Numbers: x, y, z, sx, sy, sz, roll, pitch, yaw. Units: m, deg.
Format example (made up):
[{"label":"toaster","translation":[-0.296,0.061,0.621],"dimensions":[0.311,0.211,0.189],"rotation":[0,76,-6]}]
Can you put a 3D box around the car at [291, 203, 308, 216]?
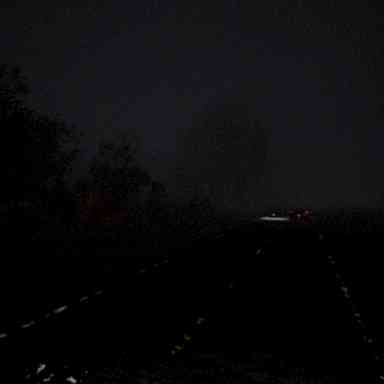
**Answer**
[{"label":"car","translation":[14.595,2.322,45.029],"dimensions":[2.128,1.511,4.902],"rotation":[1,-1,18]}]

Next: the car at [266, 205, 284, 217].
[{"label":"car","translation":[10.137,2.255,40.345],"dimensions":[2.033,1.411,5.357],"rotation":[1,-1,18]}]

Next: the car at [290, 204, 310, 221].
[{"label":"car","translation":[11.380,2.183,35.209],"dimensions":[1.812,1.442,4.674],"rotation":[1,-1,19]}]
